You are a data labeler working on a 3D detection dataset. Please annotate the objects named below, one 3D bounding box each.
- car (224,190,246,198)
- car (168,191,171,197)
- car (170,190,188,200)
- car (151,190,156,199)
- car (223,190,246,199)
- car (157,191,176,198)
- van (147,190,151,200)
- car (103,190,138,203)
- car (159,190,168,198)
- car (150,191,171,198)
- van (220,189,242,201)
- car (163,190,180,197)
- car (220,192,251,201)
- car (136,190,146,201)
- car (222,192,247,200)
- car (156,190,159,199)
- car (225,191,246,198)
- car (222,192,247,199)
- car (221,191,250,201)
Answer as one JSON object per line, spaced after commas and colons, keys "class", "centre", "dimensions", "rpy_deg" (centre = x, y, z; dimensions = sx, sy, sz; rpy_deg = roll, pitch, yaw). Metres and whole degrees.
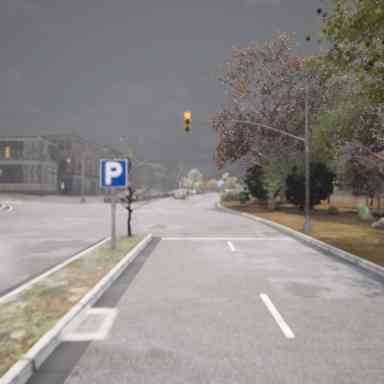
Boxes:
{"class": "car", "centre": [10.185, 0.515, 78.892], "dimensions": [4.553, 1.767, 2.185], "rpy_deg": [0, 1, -11]}
{"class": "car", "centre": [-8.177, 0.448, 79.660], "dimensions": [5.566, 2.045, 2.435], "rpy_deg": [-1, 0, -12]}
{"class": "car", "centre": [-2.425, 0.868, 63.673], "dimensions": [1.812, 1.442, 4.674], "rpy_deg": [0, 2, 7]}
{"class": "car", "centre": [-10.156, 0.818, 64.673], "dimensions": [4.892, 1.521, 2.231], "rpy_deg": [-1, 0, -14]}
{"class": "car", "centre": [9.297, 0.564, 73.021], "dimensions": [4.553, 1.767, 2.185], "rpy_deg": [0, 0, -12]}
{"class": "car", "centre": [-6.810, 0.630, 88.603], "dimensions": [5.008, 1.535, 2.097], "rpy_deg": [-1, 1, -11]}
{"class": "van", "centre": [-10.377, 0.612, 61.700], "dimensions": [4.442, 1.987, 1.878], "rpy_deg": [-1, 0, -14]}
{"class": "car", "centre": [-11.562, 0.945, 52.715], "dimensions": [4.792, 1.488, 2.163], "rpy_deg": [-1, 1, -15]}
{"class": "car", "centre": [-8.621, 0.764, 76.655], "dimensions": [4.674, 1.452, 2.002], "rpy_deg": [-1, 1, -12]}
{"class": "car", "centre": [-7.762, 0.677, 82.641], "dimensions": [5.008, 1.535, 2.097], "rpy_deg": [-1, 0, -12]}
{"class": "van", "centre": [7.160, 0.611, 55.347], "dimensions": [4.442, 1.987, 1.878], "rpy_deg": [0, 1, -14]}
{"class": "car", "centre": [-5.780, 0.457, 94.561], "dimensions": [4.553, 1.767, 2.185], "rpy_deg": [-1, 1, -10]}
{"class": "car", "centre": [8.067, 0.787, 61.313], "dimensions": [5.366, 1.575, 1.946], "rpy_deg": [0, 0, -13]}
{"class": "car", "centre": [-10.924, 0.880, 55.708], "dimensions": [5.366, 1.575, 1.946], "rpy_deg": [-1, 0, -15]}
{"class": "car", "centre": [8.570, 0.780, 67.154], "dimensions": [4.674, 1.452, 2.002], "rpy_deg": [0, 0, -13]}
{"class": "car", "centre": [-9.789, 0.834, 67.669], "dimensions": [4.674, 1.452, 2.002], "rpy_deg": [-1, 1, -13]}
{"class": "car", "centre": [11.017, 0.619, 84.735], "dimensions": [4.792, 1.488, 2.163], "rpy_deg": [0, 1, -11]}
{"class": "car", "centre": [8.937, 0.755, 70.092], "dimensions": [4.674, 1.452, 2.002], "rpy_deg": [0, 0, -12]}
{"class": "car", "centre": [7.537, 0.687, 58.318], "dimensions": [4.553, 1.767, 2.185], "rpy_deg": [0, 0, -14]}
